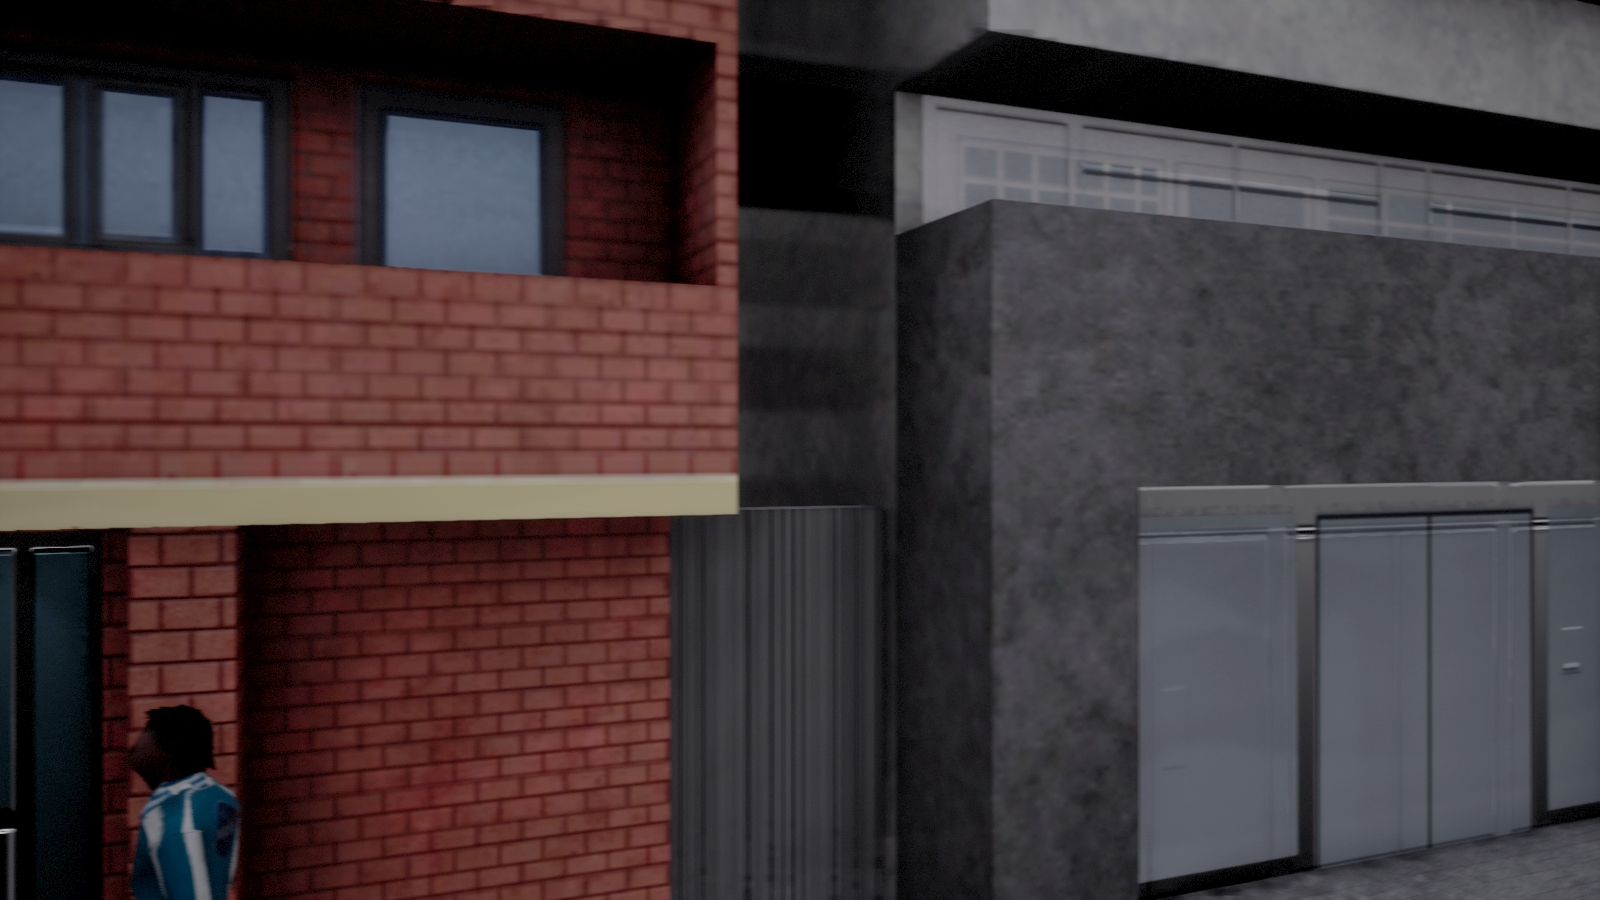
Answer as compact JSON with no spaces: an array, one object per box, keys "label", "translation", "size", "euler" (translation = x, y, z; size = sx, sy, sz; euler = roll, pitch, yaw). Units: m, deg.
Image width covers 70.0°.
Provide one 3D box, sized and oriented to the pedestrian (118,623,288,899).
[{"label":"pedestrian","translation":[-1.953,1.530,3.765],"size":[0.375,1.860,0.375],"euler":[0,0,-3]}]
